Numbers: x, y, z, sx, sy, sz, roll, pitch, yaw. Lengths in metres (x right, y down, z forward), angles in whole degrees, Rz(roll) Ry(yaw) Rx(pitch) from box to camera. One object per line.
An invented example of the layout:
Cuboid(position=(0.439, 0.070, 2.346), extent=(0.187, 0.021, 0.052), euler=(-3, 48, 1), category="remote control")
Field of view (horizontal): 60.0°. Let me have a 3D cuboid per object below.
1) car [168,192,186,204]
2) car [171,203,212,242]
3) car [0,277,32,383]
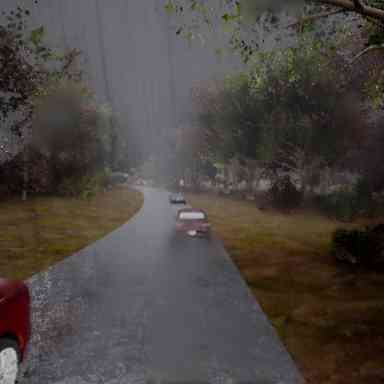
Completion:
Cuboid(position=(-1.926, 0.727, 42.381), extent=(1.994, 1.385, 4.181), euler=(1, 3, -7), category="car")
Cuboid(position=(-0.051, 1.504, 16.170), extent=(1.812, 1.442, 4.674), euler=(0, 1, -1), category="car")
Cuboid(position=(-2.846, 1.445, 1.958), extent=(1.882, 1.535, 5.008), euler=(1, 0, 0), category="car")
